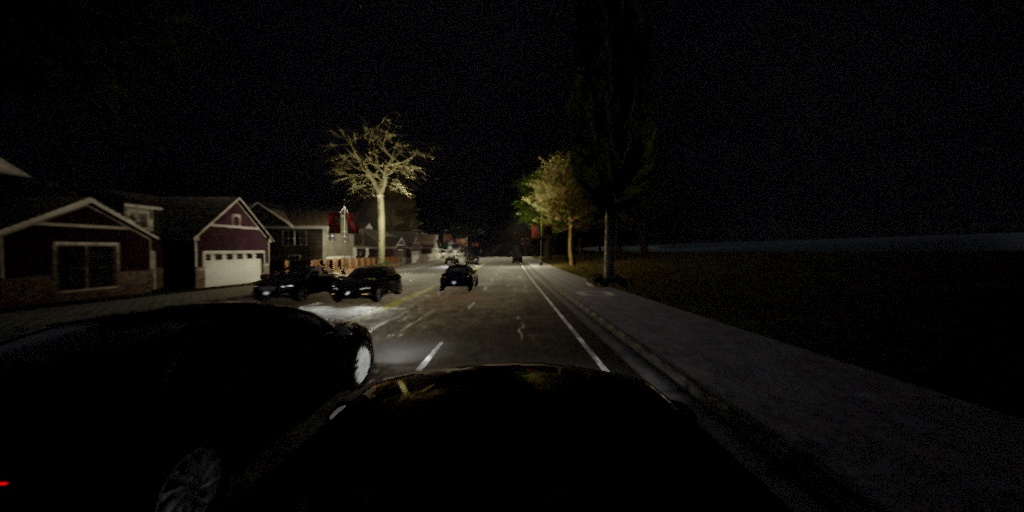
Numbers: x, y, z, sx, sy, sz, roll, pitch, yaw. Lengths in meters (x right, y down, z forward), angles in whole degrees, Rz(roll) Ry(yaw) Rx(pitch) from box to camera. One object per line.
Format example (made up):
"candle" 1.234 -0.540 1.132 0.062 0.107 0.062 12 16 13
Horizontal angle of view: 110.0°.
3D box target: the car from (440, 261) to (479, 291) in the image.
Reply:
"car" -3.143 1.249 21.680 1.812 1.442 4.674 0 0 0

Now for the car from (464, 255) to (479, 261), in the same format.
"car" -6.527 0.599 58.447 2.097 1.767 4.553 0 1 1

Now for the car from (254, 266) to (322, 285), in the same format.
"car" -9.844 1.223 16.817 2.128 1.511 4.902 0 0 0

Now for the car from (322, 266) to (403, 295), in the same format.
"car" -6.594 1.237 16.810 1.837 1.490 4.892 0 0 0

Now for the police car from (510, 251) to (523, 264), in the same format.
"police car" 0.989 0.504 65.287 1.930 1.638 5.238 0 1 0

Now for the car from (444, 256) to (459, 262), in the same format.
"car" -9.777 0.739 58.443 2.128 1.511 4.902 0 1 1

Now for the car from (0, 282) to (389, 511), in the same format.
"car" -3.147 1.253 3.903 1.837 1.490 4.892 0 0 0
